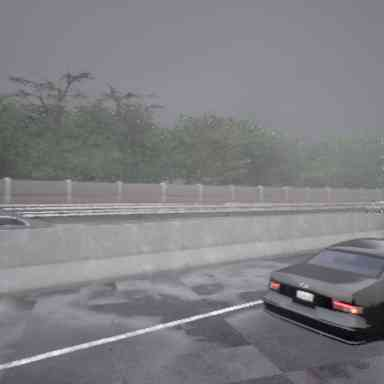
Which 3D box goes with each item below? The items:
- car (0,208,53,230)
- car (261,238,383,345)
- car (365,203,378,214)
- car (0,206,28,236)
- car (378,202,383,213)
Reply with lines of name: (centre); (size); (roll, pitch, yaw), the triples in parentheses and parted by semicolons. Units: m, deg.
car: (-7.396, 1.494, 11.597); (4.902, 1.511, 2.128); (1, -1, -35)
car: (3.742, 1.640, 6.424); (5.357, 1.411, 2.033); (1, -1, -35)
car: (23.407, 2.062, 41.198); (4.892, 1.490, 1.837); (1, 0, -33)
car: (-11.424, 1.506, 17.322); (4.892, 1.490, 1.837); (1, -1, -35)
car: (23.356, 2.027, 36.968); (4.902, 1.511, 2.128); (1, 0, -33)
